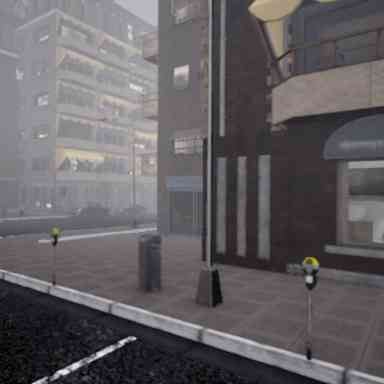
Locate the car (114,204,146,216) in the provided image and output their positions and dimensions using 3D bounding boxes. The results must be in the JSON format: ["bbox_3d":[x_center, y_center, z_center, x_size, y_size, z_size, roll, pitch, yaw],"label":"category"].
[{"bbox_3d":[-7.018,1.981,37.814,1.802,1.307,4.206,-1,-1,35],"label":"car"}]

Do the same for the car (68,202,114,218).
[{"bbox_3d":[-10.255,1.738,33.157,1.967,1.590,4.097,-1,-1,35],"label":"car"}]
